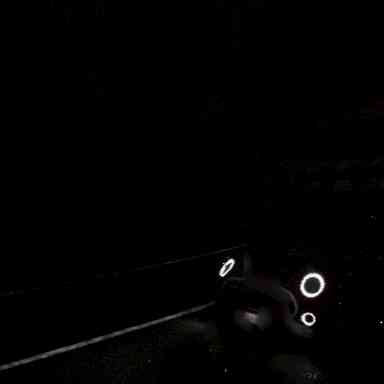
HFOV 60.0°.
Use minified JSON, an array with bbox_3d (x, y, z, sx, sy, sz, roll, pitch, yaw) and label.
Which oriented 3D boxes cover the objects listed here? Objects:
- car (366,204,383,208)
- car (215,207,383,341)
[{"bbox_3d":[12.286,1.523,21.854,1.812,1.442,4.674,1,0,20],"label":"car"},{"bbox_3d":[2.506,1.347,6.726,2.097,1.767,4.553,0,0,45],"label":"car"}]
